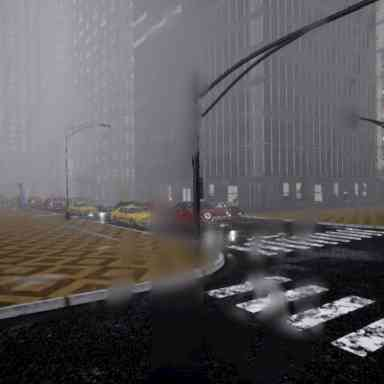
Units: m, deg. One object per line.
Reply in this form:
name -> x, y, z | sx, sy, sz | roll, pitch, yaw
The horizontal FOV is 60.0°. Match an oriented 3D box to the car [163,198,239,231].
car -> 0.445, 1.346, 20.992 | 2.097, 1.767, 4.553 | -1, 1, -36

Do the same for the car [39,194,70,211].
car -> -17.032, 1.429, 41.068 | 1.967, 1.590, 4.097 | -1, 1, -36

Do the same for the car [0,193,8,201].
car -> -46.240, 1.449, 81.666 | 1.887, 1.381, 4.507 | -1, 1, -36

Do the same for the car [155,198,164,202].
car -> -4.098, 1.328, 36.684 | 1.967, 1.590, 4.097 | -1, 1, -36

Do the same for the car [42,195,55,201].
car -> -33.453, 1.331, 77.384 | 1.752, 1.417, 4.829 | -1, 1, -36

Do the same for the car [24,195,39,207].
car -> -23.523, 1.411, 50.090 | 1.967, 1.590, 4.097 | -1, 1, -36

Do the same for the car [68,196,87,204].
car -> -20.371, 1.388, 59.204 | 1.887, 1.381, 4.507 | -1, 1, -36

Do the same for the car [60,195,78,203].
car -> -23.617, 1.385, 63.714 | 2.008, 1.369, 4.403 | -1, 1, -36

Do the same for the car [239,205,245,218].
car -> 2.452, 1.455, 27.704 | 2.008, 1.369, 4.403 | -1, 1, -36

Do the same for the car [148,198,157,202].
car -> -5.321, 1.483, 29.013 | 1.837, 1.490, 4.892 | -1, 1, -36

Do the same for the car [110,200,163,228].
car -> -4.055, 1.552, 22.813 | 1.752, 1.417, 4.829 | -1, 1, -36

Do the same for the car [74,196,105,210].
car -> -11.739, 1.508, 37.947 | 2.033, 1.411, 5.357 | -1, 1, -36

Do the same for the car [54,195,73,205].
car -> -22.417, 1.358, 57.838 | 1.882, 1.535, 5.008 | -1, 1, -35

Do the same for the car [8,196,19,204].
car -> -33.258, 1.493, 63.623 | 2.008, 1.369, 4.403 | -1, 1, -36

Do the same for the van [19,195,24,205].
van -> -26.769, 1.302, 54.600 | 1.690, 1.788, 3.998 | -1, 1, -36

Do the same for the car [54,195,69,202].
car -> -26.862, 1.407, 68.225 | 1.802, 1.307, 4.206 | -1, 1, -36

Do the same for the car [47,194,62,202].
car -> -30.108, 1.255, 72.735 | 1.967, 1.590, 4.097 | -1, 1, -36

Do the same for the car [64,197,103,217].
car -> -10.490, 1.533, 31.877 | 1.752, 1.417, 4.829 | -1, 1, -36
